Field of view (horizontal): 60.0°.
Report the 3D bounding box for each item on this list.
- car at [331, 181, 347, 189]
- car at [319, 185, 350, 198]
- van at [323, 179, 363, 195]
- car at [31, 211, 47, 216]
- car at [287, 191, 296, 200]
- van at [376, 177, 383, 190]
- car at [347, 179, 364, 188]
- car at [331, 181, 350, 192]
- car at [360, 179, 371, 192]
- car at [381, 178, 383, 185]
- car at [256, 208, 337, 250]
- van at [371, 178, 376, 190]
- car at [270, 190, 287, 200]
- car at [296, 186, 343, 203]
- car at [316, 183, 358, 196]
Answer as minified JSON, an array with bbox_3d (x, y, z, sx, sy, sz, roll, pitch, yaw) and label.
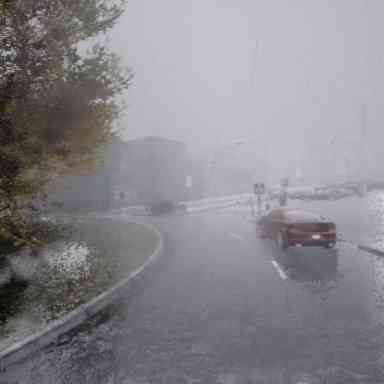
[{"bbox_3d":[32.970,-1.625,74.448,1.837,1.490,4.892,-3,2,41],"label":"car"},{"bbox_3d":[18.174,0.329,44.638,4.674,1.452,2.002,-3,2,21],"label":"car"},{"bbox_3d":[22.235,-0.338,49.196,4.442,1.987,1.878,-3,2,21],"label":"van"},{"bbox_3d":[-17.828,1.929,36.069,4.902,1.511,2.128,-1,-3,13],"label":"car"},{"bbox_3d":[16.548,0.362,50.236,1.994,1.385,4.181,-3,2,41],"label":"car"},{"bbox_3d":[36.126,-1.726,65.312,4.442,1.987,1.878,-3,2,21],"label":"van"},{"bbox_3d":[35.666,-1.911,72.610,2.097,1.767,4.553,-3,2,41],"label":"car"},{"bbox_3d":[29.114,-1.114,65.002,2.097,1.767,4.553,-3,2,41],"label":"car"},{"bbox_3d":[24.079,-0.555,51.541,5.566,2.045,2.435,-3,2,21],"label":"car"},{"bbox_3d":[47.926,-2.680,79.196,4.892,1.521,2.231,-3,2,21],"label":"car"},{"bbox_3d":[4.123,1.397,13.902,1.882,1.535,5.008,0,0,-3],"label":"car"},{"bbox_3d":[27.967,-0.921,56.178,4.442,1.987,1.878,-3,2,21],"label":"van"},{"bbox_3d":[13.900,0.476,52.175,1.812,1.442,4.674,-3,2,41],"label":"car"},{"bbox_3d":[16.181,0.489,42.344,4.892,1.521,2.231,-3,2,21],"label":"car"},{"bbox_3d":[19.981,0.097,47.005,5.366,1.575,1.946,-3,2,21],"label":"car"}]
